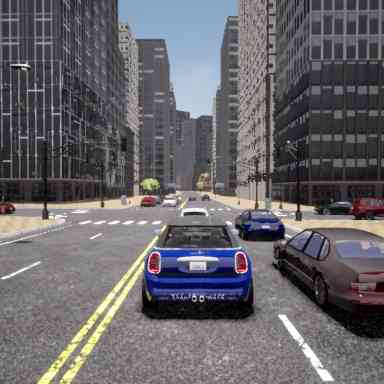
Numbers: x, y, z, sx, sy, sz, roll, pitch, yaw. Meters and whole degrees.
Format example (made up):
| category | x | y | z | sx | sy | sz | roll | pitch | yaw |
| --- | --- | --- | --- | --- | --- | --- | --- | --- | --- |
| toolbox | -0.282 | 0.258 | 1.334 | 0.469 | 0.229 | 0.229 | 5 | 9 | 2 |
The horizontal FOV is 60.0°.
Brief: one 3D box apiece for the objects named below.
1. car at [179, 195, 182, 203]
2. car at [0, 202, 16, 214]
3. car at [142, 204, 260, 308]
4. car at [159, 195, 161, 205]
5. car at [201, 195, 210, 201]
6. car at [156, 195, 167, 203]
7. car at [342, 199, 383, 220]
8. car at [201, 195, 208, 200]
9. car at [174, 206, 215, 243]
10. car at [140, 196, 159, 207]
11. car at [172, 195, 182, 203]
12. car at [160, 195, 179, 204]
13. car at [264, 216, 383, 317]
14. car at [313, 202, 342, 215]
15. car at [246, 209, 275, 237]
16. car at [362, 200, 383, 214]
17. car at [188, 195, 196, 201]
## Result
| category | x | y | z | sx | sy | sz | roll | pitch | yaw |
| --- | --- | --- | --- | --- | --- | --- | --- | --- | --- |
| car | -3.251 | 1.501 | 59.431 | 2.033 | 1.411 | 5.357 | 0 | 0 | 0 |
| car | -19.352 | 1.408 | 31.971 | 4.181 | 1.385 | 1.994 | 1 | 1 | 1 |
| car | 0.109 | 1.348 | 8.097 | 2.097 | 1.767 | 4.553 | 0 | 0 | 0 |
| car | -6.500 | 1.500 | 59.915 | 2.033 | 1.411 | 5.357 | 0 | 0 | 0 |
| car | 3.354 | 1.425 | 80.398 | 1.837 | 1.490 | 4.892 | 0 | 0 | 0 |
| car | -6.411 | 1.417 | 70.286 | 1.882 | 1.535 | 5.008 | 0 | 0 | 0 |
| car | 16.238 | 1.519 | 28.751 | 5.009 | 1.841 | 2.192 | 1 | 0 | 1 |
| car | 3.367 | 1.504 | 90.421 | 1.895 | 1.301 | 4.718 | 0 | 0 | 0 |
| car | 0.122 | 1.516 | 17.069 | 1.812 | 1.442 | 4.674 | 0 | 0 | 0 |
| car | -6.527 | 1.442 | 49.989 | 1.882 | 1.535 | 5.008 | 0 | 0 | 0 |
| car | -3.161 | 1.418 | 69.647 | 1.882 | 1.535 | 5.008 | 0 | 0 | 0 |
| car | -3.278 | 1.490 | 49.741 | 1.812 | 1.442 | 4.674 | 0 | 0 | 0 |
| car | 3.359 | 1.544 | 7.766 | 2.033 | 1.411 | 5.357 | 0 | 0 | 0 |
| car | 15.199 | 1.702 | 34.543 | 4.718 | 1.301 | 1.895 | 0 | 1 | 1 |
| car | 3.371 | 1.555 | 17.154 | 1.994 | 1.385 | 4.181 | 0 | 0 | 0 |
| car | 21.857 | 1.643 | 37.031 | 4.829 | 1.417 | 1.752 | 1 | 0 | 1 |
| car | 0.102 | 1.451 | 79.762 | 2.128 | 1.511 | 4.902 | 0 | 0 | 0 |
